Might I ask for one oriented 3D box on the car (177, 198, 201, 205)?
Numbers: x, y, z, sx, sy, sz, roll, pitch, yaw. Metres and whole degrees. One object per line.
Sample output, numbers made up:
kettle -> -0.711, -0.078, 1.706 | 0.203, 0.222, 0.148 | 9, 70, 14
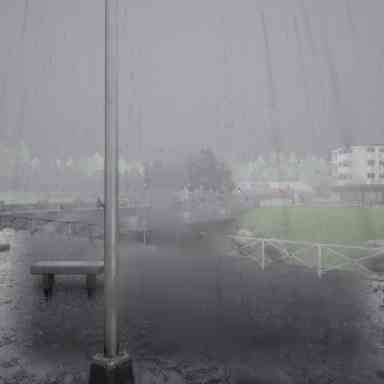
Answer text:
car -> -0.361, 1.564, 48.367 | 1.994, 1.385, 4.181 | 0, 0, 36

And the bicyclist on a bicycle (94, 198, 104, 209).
bicyclist on a bicycle -> -8.304, 1.349, 29.832 | 1.656, 1.620, 0.582 | 0, 0, 35
